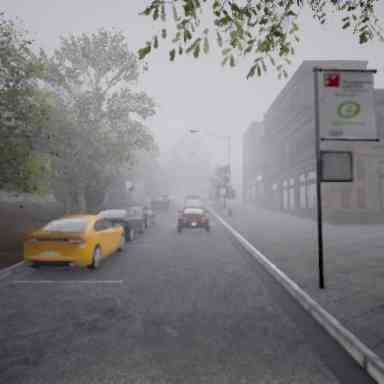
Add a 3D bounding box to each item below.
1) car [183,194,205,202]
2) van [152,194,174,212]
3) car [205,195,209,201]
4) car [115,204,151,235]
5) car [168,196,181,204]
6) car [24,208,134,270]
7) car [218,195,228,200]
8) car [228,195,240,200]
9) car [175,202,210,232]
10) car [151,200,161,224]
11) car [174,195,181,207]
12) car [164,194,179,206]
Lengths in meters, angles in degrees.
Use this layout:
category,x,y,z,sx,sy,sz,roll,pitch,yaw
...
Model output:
category,x,y,z,sx,sy,sz,roll,pitch,yaw
car,0.087,1.260,41.430,2.150,2.045,5.566,0,0,0
van,-3.639,1.298,39.198,1.878,1.987,4.442,1,0,2
car,3.386,1.528,83.414,2.231,1.521,4.892,-2,-1,29
car,-3.650,1.511,16.787,2.097,1.535,5.008,0,0,2
car,-3.180,1.445,61.863,2.097,1.535,5.008,0,0,2
car,-3.641,1.501,11.226,2.097,1.535,5.008,1,0,2
car,6.823,1.591,88.161,2.097,1.535,5.008,-3,-4,36
car,10.351,1.683,92.610,2.231,1.521,4.892,-4,-3,42
car,0.094,1.564,20.440,1.812,1.442,4.674,0,0,0
car,-3.654,1.551,22.394,2.163,1.488,4.792,0,0,2
car,-3.419,1.497,50.452,2.231,1.521,4.892,0,0,2
car,-3.420,1.343,56.160,2.185,1.767,4.553,-1,1,2
